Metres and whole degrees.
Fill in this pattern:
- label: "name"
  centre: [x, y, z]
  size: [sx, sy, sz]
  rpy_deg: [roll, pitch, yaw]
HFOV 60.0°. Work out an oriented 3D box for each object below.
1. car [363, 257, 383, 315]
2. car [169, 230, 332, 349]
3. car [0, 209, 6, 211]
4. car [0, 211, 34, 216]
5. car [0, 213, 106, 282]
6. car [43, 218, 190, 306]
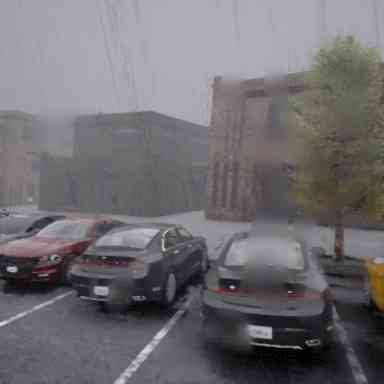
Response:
- label: "car"
  centre: [3.864, 1.469, 4.689]
  size: [2.097, 1.535, 5.008]
  rpy_deg: [0, -1, 15]
- label: "car"
  centre: [1.469, 1.474, 6.390]
  size: [2.231, 1.521, 4.892]
  rpy_deg: [0, -1, 15]
- label: "car"
  centre: [-8.104, 1.485, 13.186]
  size: [2.097, 1.535, 5.008]
  rpy_deg: [1, -1, 15]
- label: "car"
  centre: [-5.719, 1.511, 11.457]
  size: [2.163, 1.488, 4.792]
  rpy_deg: [0, -1, 15]
- label: "car"
  centre: [-3.308, 1.479, 9.797]
  size: [2.097, 1.535, 5.008]
  rpy_deg: [0, -1, 15]
- label: "car"
  centre: [-0.921, 1.477, 8.090]
  size: [2.231, 1.521, 4.892]
  rpy_deg: [0, -1, 15]
